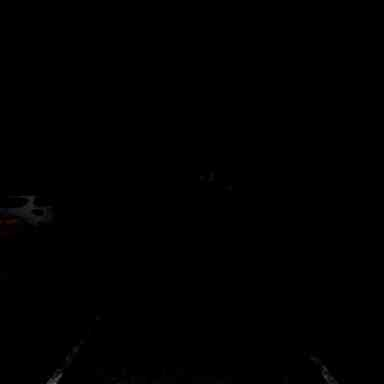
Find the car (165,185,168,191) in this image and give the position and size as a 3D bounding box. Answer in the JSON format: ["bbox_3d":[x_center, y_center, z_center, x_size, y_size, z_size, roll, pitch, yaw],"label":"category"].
[{"bbox_3d":[-9.912,-0.574,91.762,5.008,1.535,2.097,0,3,0],"label":"car"}]

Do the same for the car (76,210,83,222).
[{"bbox_3d":[-10.040,1.440,22.960,4.792,1.488,2.163,0,0,0],"label":"car"}]

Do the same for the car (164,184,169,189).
[{"bbox_3d":[-9.895,-0.720,94.548,5.008,1.535,2.097,0,3,0],"label":"car"}]

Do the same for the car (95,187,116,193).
[{"bbox_3d":[-23.022,-0.434,88.890,5.008,1.535,2.097,0,3,0],"label":"car"}]

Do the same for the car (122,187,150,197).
[{"bbox_3d":[-10.163,0.364,58.337,4.553,1.767,2.185,0,1,0],"label":"car"}]

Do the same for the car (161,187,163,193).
[{"bbox_3d":[-9.978,0.059,77.844,4.792,1.488,2.163,0,2,0],"label":"car"}]

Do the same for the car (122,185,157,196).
[{"bbox_3d":[-10.125,0.157,63.906,5.566,2.045,2.435,0,1,0],"label":"car"}]

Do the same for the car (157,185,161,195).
[{"bbox_3d":[-9.994,-0.001,75.053,4.553,1.767,2.185,0,2,0],"label":"car"}]

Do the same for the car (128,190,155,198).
[{"bbox_3d":[-10.072,0.355,66.700,4.892,1.521,2.231,0,1,0],"label":"car"}]

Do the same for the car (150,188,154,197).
[{"bbox_3d":[-10.109,0.454,61.117,5.008,1.535,2.097,0,1,0],"label":"car"}]

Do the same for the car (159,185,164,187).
[{"bbox_3d":[-10.003,-0.311,83.409,4.553,1.767,2.185,0,2,0],"label":"car"}]

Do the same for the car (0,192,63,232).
[{"bbox_3d":[-10.128,1.174,17.408,5.566,2.045,2.435,0,0,0],"label":"car"}]

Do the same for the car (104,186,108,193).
[{"bbox_3d":[-23.081,0.027,77.875,4.892,1.521,2.231,0,2,0],"label":"car"}]

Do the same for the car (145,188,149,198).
[{"bbox_3d":[-10.179,0.548,55.553,4.792,1.488,2.163,0,1,0],"label":"car"}]

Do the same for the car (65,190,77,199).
[{"bbox_3d":[-23.215,0.526,58.228,4.674,1.452,2.002,0,1,0],"label":"car"}]

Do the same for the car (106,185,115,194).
[{"bbox_3d":[-22.849,-0.307,86.102,5.366,1.575,1.946,0,2,0],"label":"car"}]

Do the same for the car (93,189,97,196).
[{"bbox_3d":[-23.112,0.318,69.381,4.792,1.488,2.163,0,1,0],"label":"car"}]

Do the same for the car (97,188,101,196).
[{"bbox_3d":[-23.118,0.211,72.171,5.008,1.535,2.097,0,2,0],"label":"car"}]

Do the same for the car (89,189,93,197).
[{"bbox_3d":[-23.344,0.347,66.727,5.366,1.575,1.946,0,1,0],"label":"car"}]

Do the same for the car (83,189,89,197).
[{"bbox_3d":[-23.362,0.401,63.932,5.366,1.575,1.946,0,1,0],"label":"car"}]

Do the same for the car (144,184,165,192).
[{"bbox_3d":[-9.985,-0.432,86.187,4.553,1.767,2.185,0,3,0],"label":"car"}]

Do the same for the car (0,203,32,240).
[{"bbox_3d":[-10.301,1.429,14.633,5.366,1.575,1.946,0,0,0],"label":"car"}]

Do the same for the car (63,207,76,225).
[{"bbox_3d":[-10.090,1.417,20.184,5.008,1.535,2.097,0,0,0],"label":"car"}]

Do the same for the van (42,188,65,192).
[{"bbox_3d":[-23.121,0.318,52.766,4.442,1.987,1.878,1,1,0],"label":"van"}]

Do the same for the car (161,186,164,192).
[{"bbox_3d":[-10.019,-0.044,80.630,4.792,1.488,2.163,0,2,0],"label":"car"}]

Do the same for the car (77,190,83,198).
[{"bbox_3d":[-23.223,0.479,61.139,4.792,1.488,2.163,0,1,0],"label":"car"}]

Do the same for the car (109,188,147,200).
[{"bbox_3d":[-10.138,0.575,52.769,4.792,1.488,2.163,0,1,0],"label":"car"}]

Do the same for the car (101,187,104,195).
[{"bbox_3d":[-23.100,0.125,74.959,5.008,1.535,2.097,0,2,0],"label":"car"}]
